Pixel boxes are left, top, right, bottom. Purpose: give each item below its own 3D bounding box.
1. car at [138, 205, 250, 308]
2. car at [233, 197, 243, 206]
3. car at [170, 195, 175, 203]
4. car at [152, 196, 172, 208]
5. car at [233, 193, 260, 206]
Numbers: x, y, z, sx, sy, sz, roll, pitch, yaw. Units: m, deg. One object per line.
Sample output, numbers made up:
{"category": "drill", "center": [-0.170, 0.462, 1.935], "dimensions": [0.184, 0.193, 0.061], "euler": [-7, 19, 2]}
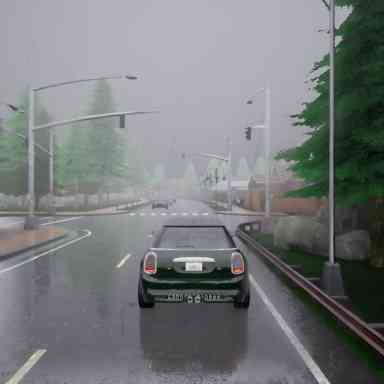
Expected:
{"category": "car", "center": [0.053, 1.352, 8.066], "dimensions": [2.097, 1.767, 4.553], "euler": [0, 0, 1]}
{"category": "car", "center": [8.791, 1.144, 48.803], "dimensions": [4.605, 1.855, 1.932], "euler": [0, 0, -1]}
{"category": "car", "center": [-4.192, 1.571, 54.226], "dimensions": [1.895, 1.301, 4.718], "euler": [0, 0, 0]}
{"category": "car", "center": [-4.101, 1.534, 43.767], "dimensions": [1.994, 1.385, 4.181], "euler": [0, 0, -1]}
{"category": "car", "center": [8.374, 1.146, 51.312], "dimensions": [3.866, 1.878, 1.905], "euler": [0, 0, -1]}
